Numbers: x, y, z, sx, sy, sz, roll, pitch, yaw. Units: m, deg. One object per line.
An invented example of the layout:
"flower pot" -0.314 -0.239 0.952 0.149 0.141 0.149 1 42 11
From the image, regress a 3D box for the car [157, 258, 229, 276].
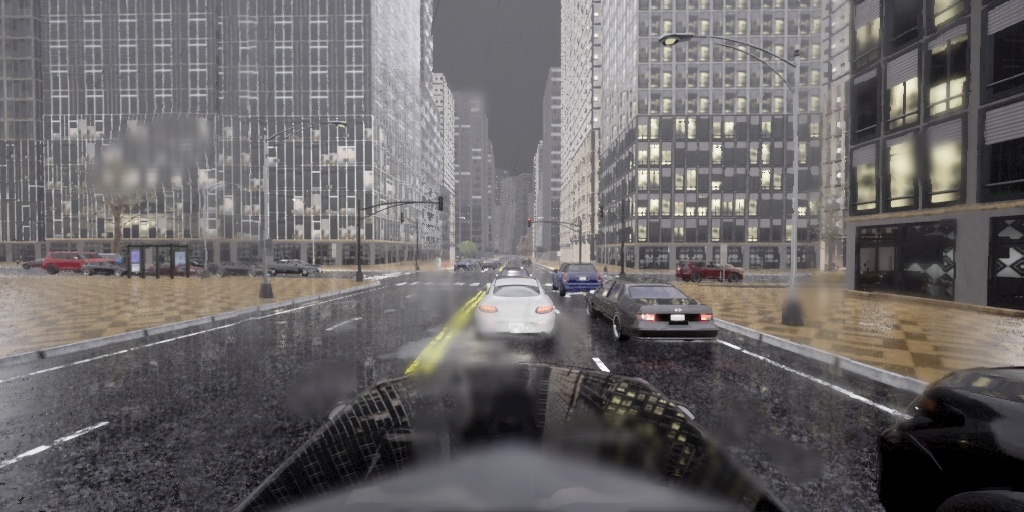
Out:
"car" -29.416 0.981 33.120 5.008 1.535 1.882 1 1 1

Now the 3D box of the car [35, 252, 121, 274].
"car" -40.015 0.628 33.347 5.566 2.045 2.150 1 1 1

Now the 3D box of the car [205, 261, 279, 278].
"car" -22.710 1.174 30.270 4.313 1.339 1.948 0 0 1

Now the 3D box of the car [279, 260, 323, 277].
"car" -20.005 1.080 32.921 4.902 1.511 2.128 1 1 1

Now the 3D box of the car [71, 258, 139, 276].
"car" -34.074 1.069 30.585 4.313 1.339 1.948 0 0 1

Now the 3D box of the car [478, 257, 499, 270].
"car" -3.304 1.262 51.227 2.033 1.411 5.357 0 0 0

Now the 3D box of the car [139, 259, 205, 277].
"car" -28.394 1.138 30.407 4.207 1.307 1.802 0 0 1

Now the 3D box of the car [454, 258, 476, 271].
"car" -6.588 1.068 49.244 2.097 1.767 4.553 0 0 1

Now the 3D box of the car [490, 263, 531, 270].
"car" 0.112 1.288 18.888 2.033 1.411 5.357 0 0 0

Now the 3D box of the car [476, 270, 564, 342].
"car" 0.105 1.272 9.644 1.812 1.442 4.674 0 0 0

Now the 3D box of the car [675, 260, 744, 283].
"car" 16.215 1.269 29.713 5.009 1.841 2.192 0 0 1

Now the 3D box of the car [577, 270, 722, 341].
"car" 3.358 1.293 9.782 2.033 1.411 5.357 0 0 0

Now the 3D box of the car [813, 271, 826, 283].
"car" 27.663 1.579 29.507 4.829 1.417 1.751 0 0 1

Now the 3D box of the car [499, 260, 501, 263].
"car" -3.282 1.304 60.987 1.895 1.301 4.718 0 0 0

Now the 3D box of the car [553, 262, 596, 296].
"car" 3.363 1.093 19.168 2.097 1.767 4.553 0 0 0

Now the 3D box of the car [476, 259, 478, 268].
"car" -6.543 1.211 58.341 1.837 1.490 4.892 0 0 0

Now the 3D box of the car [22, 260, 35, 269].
"car" -50.941 0.793 39.374 4.207 1.307 1.802 0 0 1
